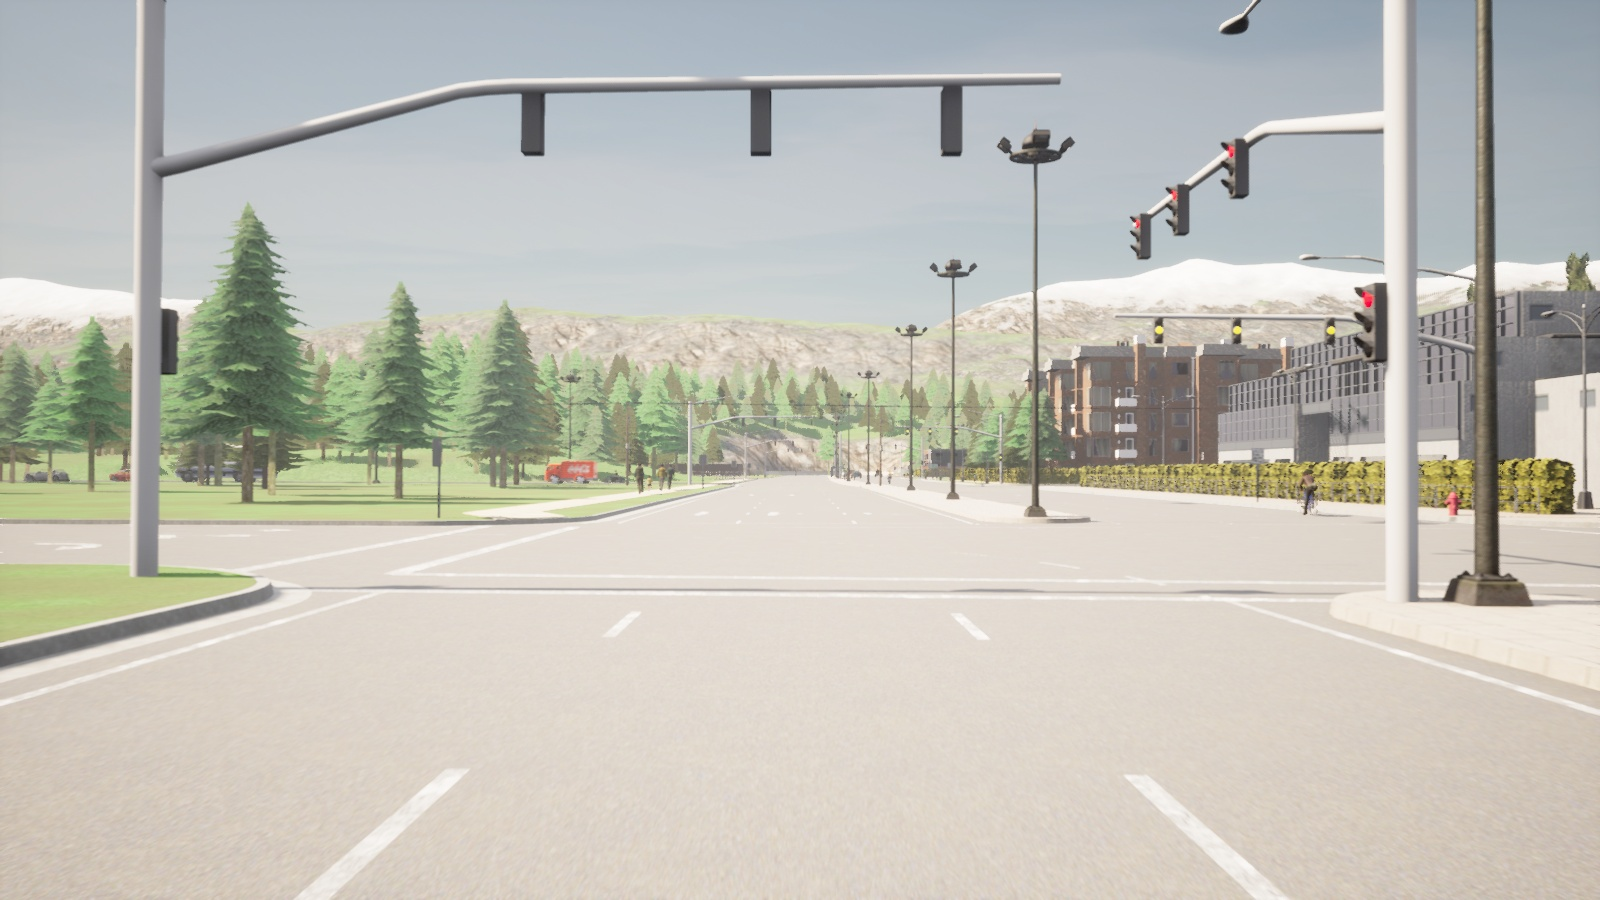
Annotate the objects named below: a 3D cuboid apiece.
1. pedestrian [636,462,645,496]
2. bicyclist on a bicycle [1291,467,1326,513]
[{"bbox_3d":[-9.103,1.668,71.861,0.395,1.930,0.692,0,-1,2],"label":"pedestrian"},{"bbox_3d":[18.390,1.439,45.474,0.582,1.620,1.656,0,-1,0],"label":"bicyclist on a bicycle"}]
